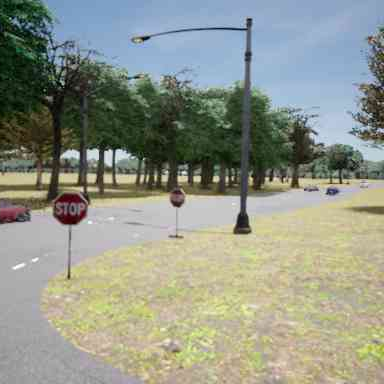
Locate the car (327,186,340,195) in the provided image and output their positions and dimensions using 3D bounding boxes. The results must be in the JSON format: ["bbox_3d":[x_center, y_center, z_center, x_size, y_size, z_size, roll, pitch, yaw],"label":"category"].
[{"bbox_3d":[25.753,-0.324,60.502,1.882,1.535,5.008,3,4,30],"label":"car"}]

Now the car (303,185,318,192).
[{"bbox_3d":[24.904,-0.763,69.521,2.033,1.411,5.357,3,4,36],"label":"car"}]

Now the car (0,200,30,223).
[{"bbox_3d":[-11.535,1.143,18.907,1.994,1.385,4.181,3,4,35],"label":"car"}]
